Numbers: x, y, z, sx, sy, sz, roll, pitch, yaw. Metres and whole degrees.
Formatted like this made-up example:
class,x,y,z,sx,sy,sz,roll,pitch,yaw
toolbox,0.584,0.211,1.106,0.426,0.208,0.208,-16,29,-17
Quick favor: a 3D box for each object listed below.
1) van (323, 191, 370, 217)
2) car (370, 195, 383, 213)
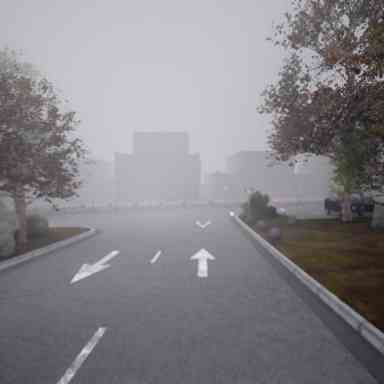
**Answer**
class,x,y,z,sx,sy,sz,roll,pitch,yaw
van,11.891,0.874,26.398,1.878,1.987,4.442,-3,1,3
car,14.662,1.007,26.105,2.163,1.488,4.792,-3,1,3
